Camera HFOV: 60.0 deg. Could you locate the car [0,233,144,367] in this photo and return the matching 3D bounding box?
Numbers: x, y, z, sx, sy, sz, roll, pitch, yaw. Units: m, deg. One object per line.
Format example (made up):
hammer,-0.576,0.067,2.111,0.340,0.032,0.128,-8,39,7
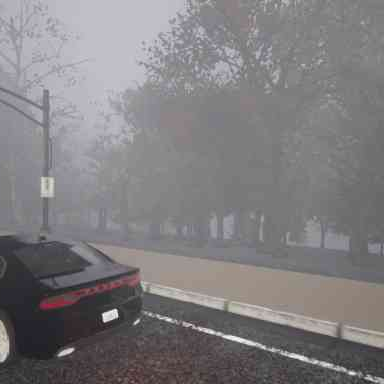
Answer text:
car,-3.063,1.477,5.864,5.008,1.535,1.882,0,0,37
